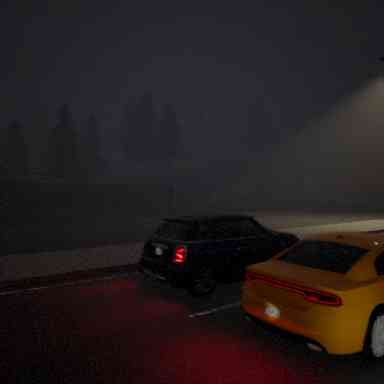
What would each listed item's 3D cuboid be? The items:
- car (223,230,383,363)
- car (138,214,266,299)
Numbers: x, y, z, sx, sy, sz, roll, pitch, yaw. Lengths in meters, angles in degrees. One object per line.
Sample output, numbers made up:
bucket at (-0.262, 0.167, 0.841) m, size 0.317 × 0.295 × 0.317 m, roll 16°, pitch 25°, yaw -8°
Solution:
car at (3.112, 1.477, 5.965) m, size 5.008 × 1.535 × 1.882 m, roll 0°, pitch 0°, yaw -35°
car at (0.971, 1.353, 8.737) m, size 4.553 × 1.767 × 2.097 m, roll 0°, pitch 0°, yaw -36°
